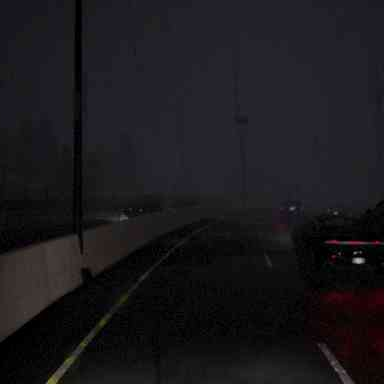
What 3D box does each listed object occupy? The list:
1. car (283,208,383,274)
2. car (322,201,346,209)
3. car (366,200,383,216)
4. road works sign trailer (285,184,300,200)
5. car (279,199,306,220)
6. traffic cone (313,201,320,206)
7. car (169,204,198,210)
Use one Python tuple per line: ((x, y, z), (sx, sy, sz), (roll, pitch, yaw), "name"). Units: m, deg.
((4.488, 1.512, 10.751), (2.128, 1.511, 4.902), (0, 0, 7), "car")
((12.890, 1.583, 30.086), (1.812, 1.442, 4.674), (0, 0, 20), "car")
((8.257, 1.256, 12.746), (2.150, 2.045, 5.566), (0, 0, 9), "car")
((15.662, 0.540, 51.600), (2.380, 3.560, 2.880), (0, 0, 36), "road works sign trailer")
((8.644, 1.394, 28.517), (2.097, 1.767, 4.553), (0, 0, 18), "car")
((21.005, 2.052, 56.354), (0.340, 0.580, 0.340), (0, 0, 36), "traffic cone")
((-0.647, 1.558, 34.452), (2.033, 1.411, 5.357), (0, 0, 21), "car")
